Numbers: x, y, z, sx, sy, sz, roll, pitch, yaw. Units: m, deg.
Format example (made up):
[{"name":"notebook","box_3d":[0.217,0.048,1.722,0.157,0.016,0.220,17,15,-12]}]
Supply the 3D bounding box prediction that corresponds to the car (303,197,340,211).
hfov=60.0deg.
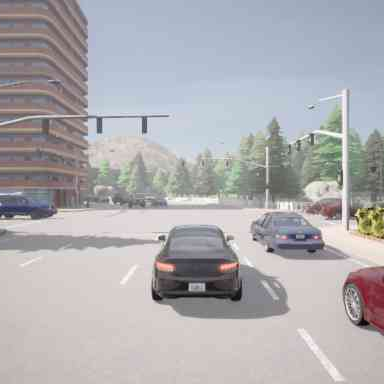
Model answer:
[{"name":"car","box_3d":[14.131,1.407,35.065,4.553,1.767,2.097,0,0,1]}]

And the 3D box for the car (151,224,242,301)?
[{"name":"car","box_3d":[0.104,1.526,8.208,1.812,1.442,4.674,0,0,0]}]

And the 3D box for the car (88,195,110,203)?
[{"name":"car","box_3d":[-18.205,1.352,66.234,4.553,1.767,2.097,0,0,44]}]

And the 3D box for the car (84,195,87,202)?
[{"name":"car","box_3d":[-22.540,1.500,73.855,4.892,1.490,1.837,0,0,31]}]

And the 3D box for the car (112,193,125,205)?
[{"name":"car","box_3d":[-12.091,1.221,58.380,2.150,2.045,5.566,0,0,-31]}]

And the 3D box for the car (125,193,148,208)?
[{"name":"car","box_3d":[-8.182,1.221,48.777,2.150,2.045,5.566,0,0,-14]}]

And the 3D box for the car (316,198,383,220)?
[{"name":"car","box_3d":[13.443,1.533,27.873,5.008,1.535,1.882,0,0,1]}]

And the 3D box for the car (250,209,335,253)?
[{"name":"car","box_3d":[3.660,1.547,13.677,2.033,1.411,5.357,0,0,1]}]

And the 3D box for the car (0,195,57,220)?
[{"name":"car","box_3d":[-14.443,1.278,28.211,5.566,2.045,2.150,0,0,1]}]

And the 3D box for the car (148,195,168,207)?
[{"name":"car","box_3d":[-5.026,1.505,50.676,1.837,1.490,4.892,0,0,-17]}]

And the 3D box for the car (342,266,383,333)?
[{"name":"car","box_3d":[3.602,1.526,4.095,1.812,1.442,4.674,0,0,1]}]

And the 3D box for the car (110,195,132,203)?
[{"name":"car","box_3d":[-14.474,1.491,67.546,2.128,1.511,4.902,0,0,-44]}]
